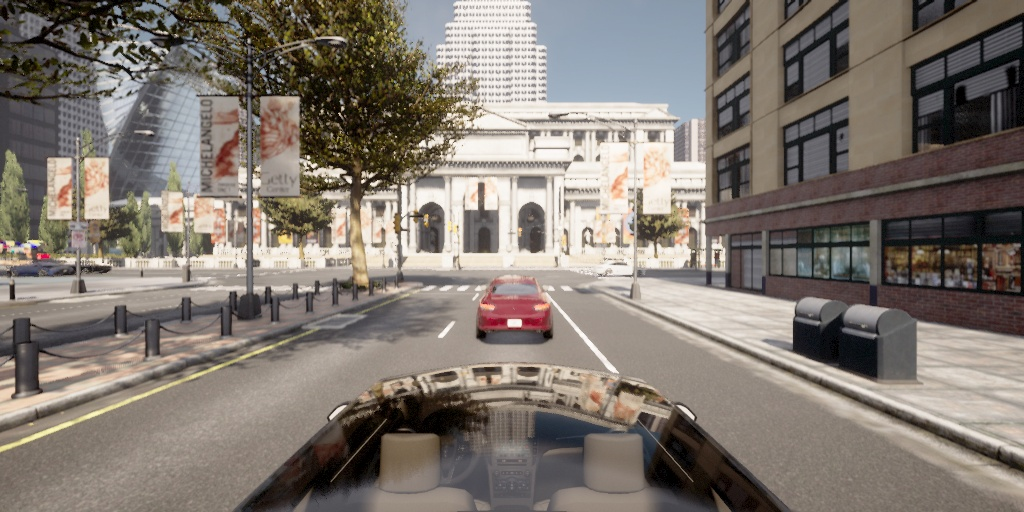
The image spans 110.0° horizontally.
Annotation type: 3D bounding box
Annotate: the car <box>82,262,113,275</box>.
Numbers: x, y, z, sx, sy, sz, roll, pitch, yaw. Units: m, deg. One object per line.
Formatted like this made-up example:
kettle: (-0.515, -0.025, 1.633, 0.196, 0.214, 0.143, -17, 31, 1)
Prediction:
car: (-44.365, 1.257, 36.925, 4.718, 1.301, 1.895, 0, 0, 0)

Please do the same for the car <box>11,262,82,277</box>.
car: (-43.631, 1.229, 33.400, 4.181, 1.385, 1.994, 0, 0, 0)

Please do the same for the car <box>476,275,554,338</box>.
car: (0.074, 1.254, 9.929, 1.812, 1.442, 4.674, 0, 0, 0)

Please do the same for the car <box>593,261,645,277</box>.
car: (9.859, 1.191, 33.125, 4.674, 1.442, 1.812, 0, -1, -6)
